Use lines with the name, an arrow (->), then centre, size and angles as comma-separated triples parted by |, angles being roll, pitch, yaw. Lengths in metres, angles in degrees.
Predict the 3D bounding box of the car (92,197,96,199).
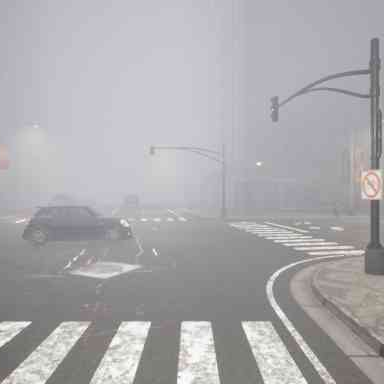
car -> -16.529, 1.515, 54.059 | 1.882, 1.535, 5.008 | 0, 0, -9

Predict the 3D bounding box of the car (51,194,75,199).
car -> -13.313, 1.239, 34.167 | 2.150, 2.045, 5.566 | 0, 0, -10

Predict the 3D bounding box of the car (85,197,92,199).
car -> -14.922, 1.590, 44.026 | 1.994, 1.385, 4.181 | 0, 0, -10

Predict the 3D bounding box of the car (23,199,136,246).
car -> -4.929, 1.354, 14.936 | 4.553, 1.767, 2.097 | 0, 0, -9

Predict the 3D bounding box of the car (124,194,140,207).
car -> -9.290, 1.255, 51.190 | 2.150, 2.045, 5.566 | 0, 0, -9
